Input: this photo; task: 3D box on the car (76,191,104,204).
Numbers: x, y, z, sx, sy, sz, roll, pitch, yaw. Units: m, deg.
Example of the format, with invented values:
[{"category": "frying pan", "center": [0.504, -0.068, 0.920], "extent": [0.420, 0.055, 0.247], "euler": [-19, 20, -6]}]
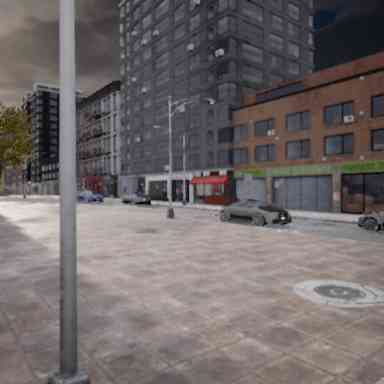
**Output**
[{"category": "car", "center": [-12.012, 0.607, 39.026], "extent": [1.882, 1.535, 5.008], "euler": [0, 1, -37]}]

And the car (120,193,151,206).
[{"category": "car", "center": [-6.186, 0.762, 36.200], "extent": [1.994, 1.385, 4.181], "euler": [0, 1, -37]}]

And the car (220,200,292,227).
[{"category": "car", "center": [3.475, 1.124, 18.684], "extent": [1.994, 1.385, 4.181], "euler": [0, 1, -37]}]

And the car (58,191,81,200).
[{"category": "car", "center": [-19.970, 0.515, 54.256], "extent": [2.033, 1.411, 5.357], "euler": [0, 0, -37]}]

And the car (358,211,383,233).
[{"category": "car", "center": [9.908, 1.243, 15.118], "extent": [1.994, 1.385, 4.181], "euler": [0, 1, -37]}]
